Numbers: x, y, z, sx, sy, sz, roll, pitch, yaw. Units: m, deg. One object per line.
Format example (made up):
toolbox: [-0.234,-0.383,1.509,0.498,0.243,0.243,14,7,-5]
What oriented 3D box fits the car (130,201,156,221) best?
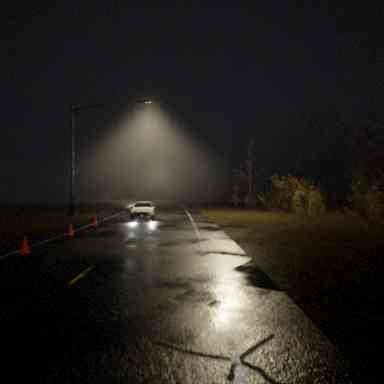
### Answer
car: [-3.969,1.493,27.328,1.812,1.442,4.674,0,0,-5]

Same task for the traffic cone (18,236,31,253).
traffic cone: [-6.194,1.941,12.306,0.340,0.580,0.340,0,0,-1]

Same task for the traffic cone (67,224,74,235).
traffic cone: [-6.320,1.935,17.280,0.340,0.580,0.340,0,0,-2]

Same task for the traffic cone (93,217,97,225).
traffic cone: [-6.485,1.930,22.253,0.340,0.580,0.340,0,0,-2]
